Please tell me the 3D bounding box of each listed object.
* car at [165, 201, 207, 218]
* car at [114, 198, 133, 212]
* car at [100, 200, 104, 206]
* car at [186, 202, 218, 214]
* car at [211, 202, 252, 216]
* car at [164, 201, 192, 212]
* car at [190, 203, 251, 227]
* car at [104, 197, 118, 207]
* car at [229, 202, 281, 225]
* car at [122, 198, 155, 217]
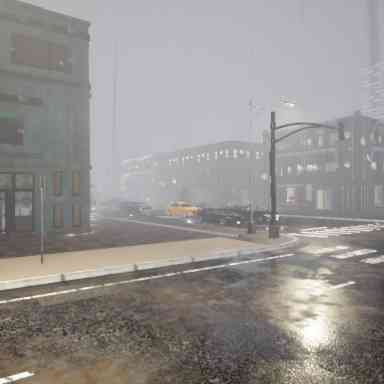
[{"bbox_3d":[-0.898,1.803,34.314,1.882,1.535,5.008,-1,0,-34],"label":"car"},{"bbox_3d":[-8.408,1.952,45.243,1.882,1.535,5.008,-1,0,-34],"label":"car"},{"bbox_3d":[-17.677,2.227,68.847,1.887,1.381,4.507,-1,0,-35],"label":"car"},{"bbox_3d":[1.170,1.903,41.503,1.802,1.307,4.206,-1,0,-35],"label":"car"},{"bbox_3d":[4.311,1.809,36.945,2.008,1.369,4.403,-2,0,-35],"label":"car"},{"bbox_3d":[-1.970,1.965,46.060,1.802,1.307,4.206,-1,0,-35],"label":"car"},{"bbox_3d":[2.046,1.814,25.251,1.947,1.339,4.313,-1,0,-35],"label":"car"},{"bbox_3d":[-14.542,1.939,64.289,2.192,1.841,5.009,-1,0,-35],"label":"car"},{"bbox_3d":[4.787,1.702,26.084,2.128,1.511,4.902,-1,0,-33],"label":"car"},{"bbox_3d":[-5.732,1.846,36.745,1.967,1.590,4.097,-1,0,-35],"label":"car"}]
